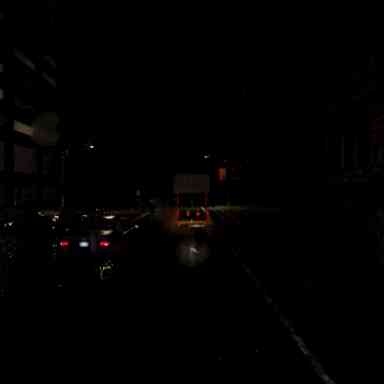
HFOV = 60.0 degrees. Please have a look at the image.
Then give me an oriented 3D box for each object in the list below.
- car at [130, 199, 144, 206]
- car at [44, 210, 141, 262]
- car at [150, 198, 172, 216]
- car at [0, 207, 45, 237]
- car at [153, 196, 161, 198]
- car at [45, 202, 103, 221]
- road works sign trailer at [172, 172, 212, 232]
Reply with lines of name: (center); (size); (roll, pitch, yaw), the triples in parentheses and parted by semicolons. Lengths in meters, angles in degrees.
car: (-9.791, 1.839, 59.406); (1.895, 1.301, 4.718); (0, 0, 1)
car: (-3.150, 1.592, 12.210); (2.033, 1.411, 5.357); (0, 0, 0)
car: (-3.149, 1.633, 33.733); (1.837, 1.490, 4.892); (0, 0, 0)
car: (-9.848, 1.595, 18.732); (1.812, 1.442, 4.674); (0, 0, 0)
car: (-6.537, 1.599, 61.320); (2.097, 1.767, 4.553); (0, 0, 1)
car: (-6.599, 1.426, 19.879); (2.097, 1.767, 4.553); (0, 0, 0)
road works sign trailer: (0.000, 0.541, 20.662); (2.380, 3.560, 2.880); (0, 0, 0)
